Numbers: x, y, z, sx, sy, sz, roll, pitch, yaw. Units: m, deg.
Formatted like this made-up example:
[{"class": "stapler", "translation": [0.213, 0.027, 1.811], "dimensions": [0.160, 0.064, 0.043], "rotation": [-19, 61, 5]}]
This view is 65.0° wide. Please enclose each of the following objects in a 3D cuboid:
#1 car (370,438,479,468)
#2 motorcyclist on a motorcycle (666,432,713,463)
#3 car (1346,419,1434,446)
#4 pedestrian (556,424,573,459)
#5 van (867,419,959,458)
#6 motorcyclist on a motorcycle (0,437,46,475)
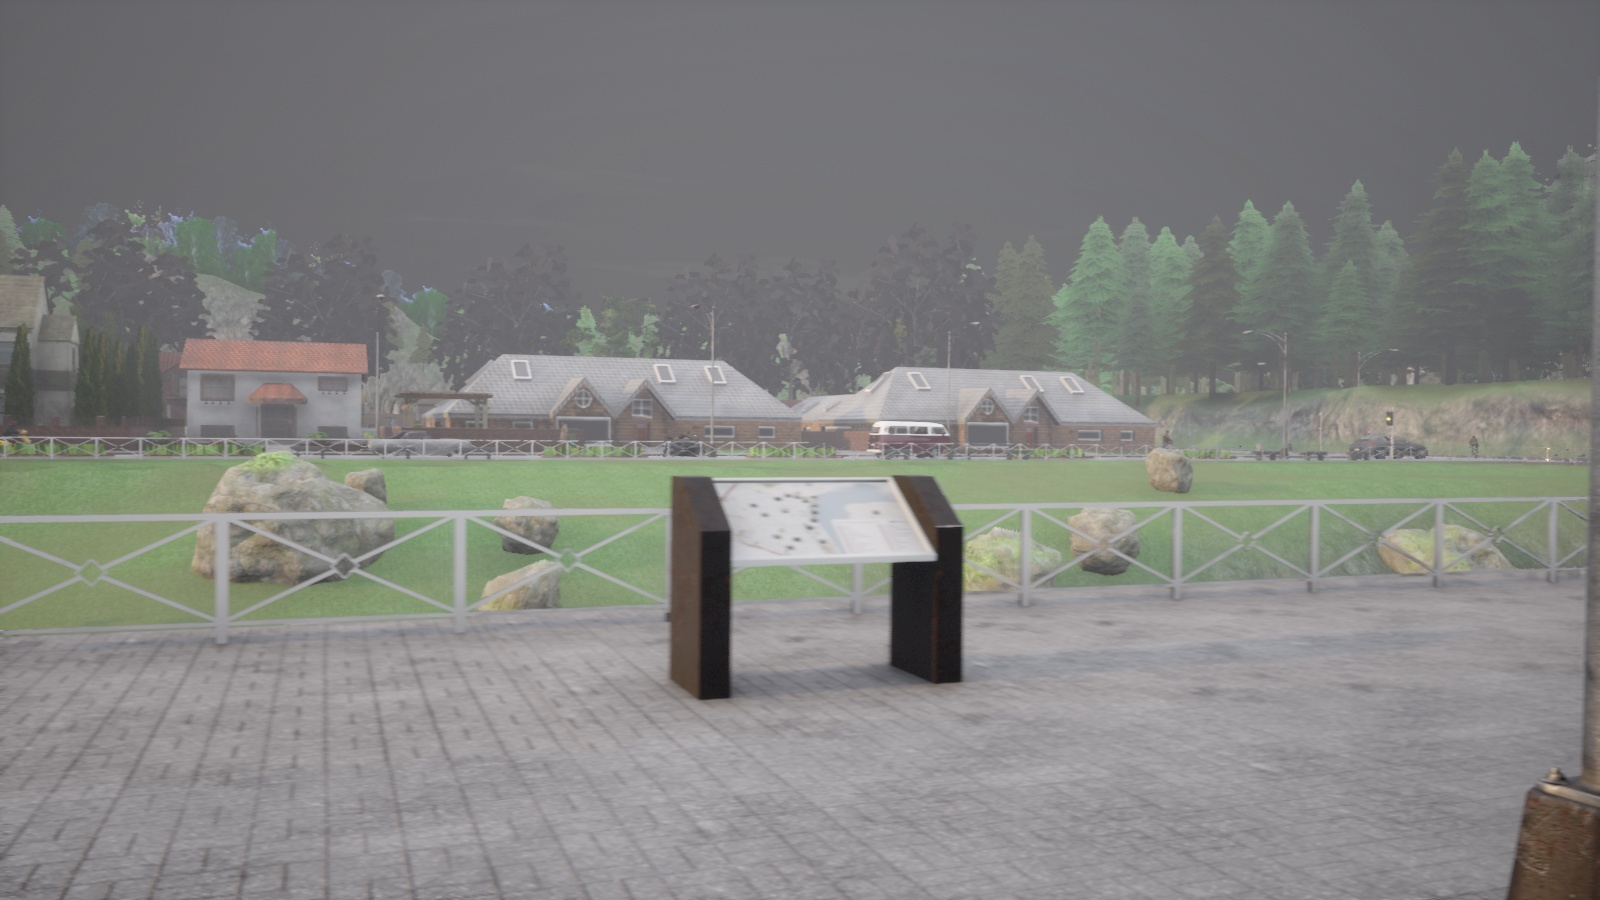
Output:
[{"class": "car", "translation": [-17.574, 0.132, 58.783], "dimensions": [4.718, 1.301, 1.895], "rotation": [-1, 1, -21]}, {"class": "motorcyclist on a motorcycle", "translation": [-5.597, -0.137, 63.326], "dimensions": [2.191, 1.530, 0.866], "rotation": [-1, 1, -21]}, {"class": "car", "translation": [37.414, -1.124, 79.641], "dimensions": [5.027, 1.651, 2.152], "rotation": [-1, 1, -21]}, {"class": "pedestrian", "translation": [-12.996, -0.481, 69.388], "dimensions": [0.873, 1.952, 0.659], "rotation": [-1, 1, -12]}, {"class": "van", "translation": [6.082, -0.647, 67.753], "dimensions": [4.480, 2.038, 2.069], "rotation": [-1, 1, -21]}, {"class": "motorcyclist on a motorcycle", "translation": [-32.947, 0.246, 52.948], "dimensions": [1.817, 1.590, 0.866], "rotation": [-1, 1, -21]}]
